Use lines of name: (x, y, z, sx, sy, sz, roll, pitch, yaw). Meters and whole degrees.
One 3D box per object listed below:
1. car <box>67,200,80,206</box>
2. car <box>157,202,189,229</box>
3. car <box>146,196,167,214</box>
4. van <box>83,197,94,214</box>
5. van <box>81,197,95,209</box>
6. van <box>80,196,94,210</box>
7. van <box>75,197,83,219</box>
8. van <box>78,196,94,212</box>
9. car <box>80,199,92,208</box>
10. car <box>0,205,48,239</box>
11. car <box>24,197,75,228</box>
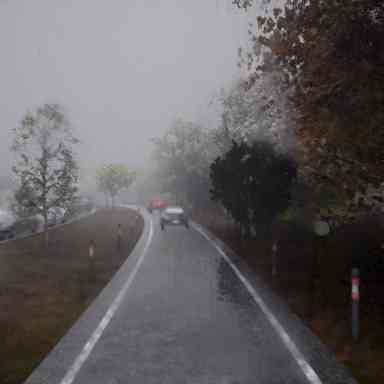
car: (-29.183, 2.675, 81.792, 2.231, 1.521, 4.892, 2, -3, -28)
car: (-1.294, 1.709, 23.218, 1.812, 1.442, 4.674, 0, 0, -7)
car: (-4.310, 1.513, 40.697, 2.150, 2.045, 5.566, 0, -1, -13)
van: (-13.110, 1.577, 40.111, 1.878, 1.987, 4.442, 1, -2, -15)
van: (-17.681, 1.823, 56.234, 1.878, 1.987, 4.442, 2, -2, -21)
van: (-15.974, 1.730, 50.907, 1.878, 1.987, 4.442, 1, -2, -16)
van: (-11.074, 1.464, 29.113, 1.878, 1.987, 4.442, 1, -2, -10)
van: (-14.452, 1.648, 45.527, 1.878, 1.987, 4.442, 1, -2, -16)
car: (-19.577, 2.148, 61.410, 1.946, 1.575, 5.366, 2, -2, -20)
car: (-9.849, 1.637, 18.115, 2.002, 1.452, 4.674, 1, -2, -5)
car: (-10.367, 1.393, 23.656, 2.435, 2.045, 5.566, 1, -2, -9)
